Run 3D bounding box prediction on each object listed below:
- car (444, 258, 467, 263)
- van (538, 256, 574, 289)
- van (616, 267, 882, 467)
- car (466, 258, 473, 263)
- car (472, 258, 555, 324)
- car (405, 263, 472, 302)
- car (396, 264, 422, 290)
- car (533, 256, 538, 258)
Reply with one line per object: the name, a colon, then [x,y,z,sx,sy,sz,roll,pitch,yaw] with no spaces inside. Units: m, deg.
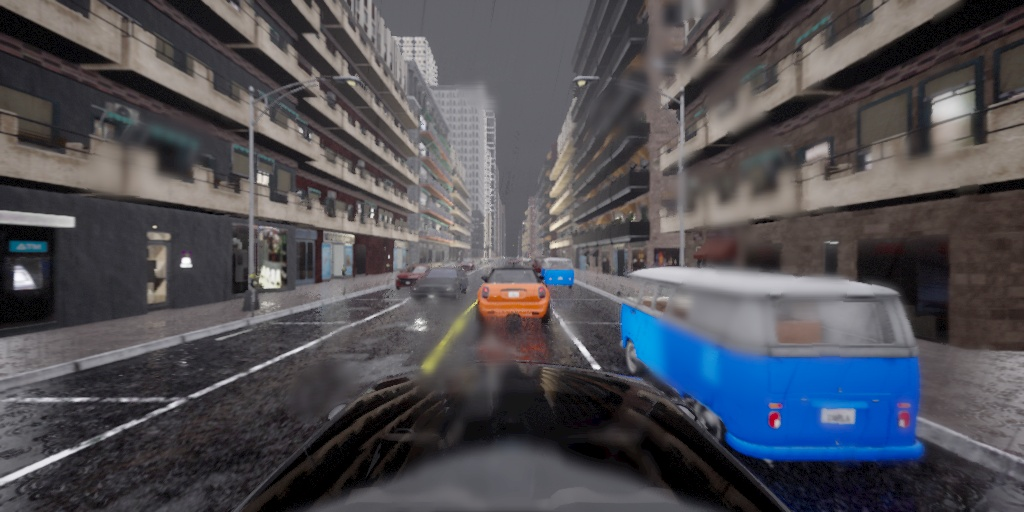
car: [-5.691,1.176,33.216,2.007,1.370,4.403,0,0,0]
van: [2.690,1.011,21.854,1.690,1.789,3.998,0,0,0]
van: [2.690,1.078,4.807,1.690,1.789,3.998,0,0,0]
car: [-5.691,1.022,44.580,1.967,1.591,4.097,0,0,0]
car: [0.033,1.061,11.961,2.097,1.767,4.553,0,0,0]
car: [-3.098,1.237,16.767,2.033,1.411,5.357,0,0,0]
car: [-5.690,1.215,21.851,1.888,1.381,4.507,0,0,0]
car: [2.689,0.940,33.218,2.192,1.841,5.009,0,0,0]
